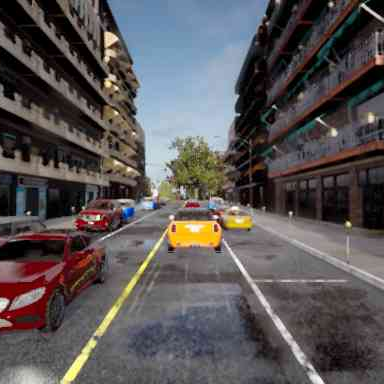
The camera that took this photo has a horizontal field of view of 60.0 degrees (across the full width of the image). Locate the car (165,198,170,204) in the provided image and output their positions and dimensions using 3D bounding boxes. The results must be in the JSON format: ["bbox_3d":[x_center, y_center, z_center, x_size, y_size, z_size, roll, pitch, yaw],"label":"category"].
[{"bbox_3d":[-5.654,1.896,60.751,1.947,1.339,4.313,1,0,0],"label":"car"}]

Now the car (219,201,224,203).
[{"bbox_3d":[2.716,1.686,26.738,1.887,1.381,4.507,1,0,0],"label":"car"}]

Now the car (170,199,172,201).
[{"bbox_3d":[-5.652,1.913,66.412,2.008,1.369,4.403,1,0,0],"label":"car"}]

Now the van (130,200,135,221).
[{"bbox_3d":[-5.665,1.484,26.782,1.690,1.788,3.998,1,0,0],"label":"van"}]

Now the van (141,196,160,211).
[{"bbox_3d":[-5.658,1.575,43.766,1.690,1.788,3.998,1,0,0],"label":"van"}]

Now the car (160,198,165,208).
[{"bbox_3d":[-5.655,1.581,49.428,2.192,1.841,5.009,1,0,0],"label":"car"}]

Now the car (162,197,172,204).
[{"bbox_3d":[-5.740,1.980,77.731,2.008,1.369,4.403,1,0,0],"label":"car"}]

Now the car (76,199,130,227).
[{"bbox_3d":[-5.667,1.427,21.121,2.192,1.841,5.009,1,0,0],"label":"car"}]

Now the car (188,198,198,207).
[{"bbox_3d":[0.126,1.856,61.014,1.812,1.442,4.674,0,0,0],"label":"car"}]

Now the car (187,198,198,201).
[{"bbox_3d":[0.117,1.707,43.185,1.882,1.535,5.008,0,0,0],"label":"car"}]

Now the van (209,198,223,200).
[{"bbox_3d":[2.706,1.543,38.063,1.690,1.788,3.998,1,0,0],"label":"van"}]

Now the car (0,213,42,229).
[{"bbox_3d":[-5.674,1.493,9.797,1.967,1.590,4.097,1,0,0],"label":"car"}]

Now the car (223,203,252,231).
[{"bbox_3d":[2.711,1.637,21.248,1.752,1.417,4.829,1,0,0],"label":"car"}]

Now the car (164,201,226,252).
[{"bbox_3d":[0.075,1.428,14.429,2.097,1.767,4.553,0,0,-1],"label":"car"}]

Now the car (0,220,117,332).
[{"bbox_3d":[-3.110,1.563,7.037,1.812,1.442,4.674,0,0,0],"label":"car"}]
